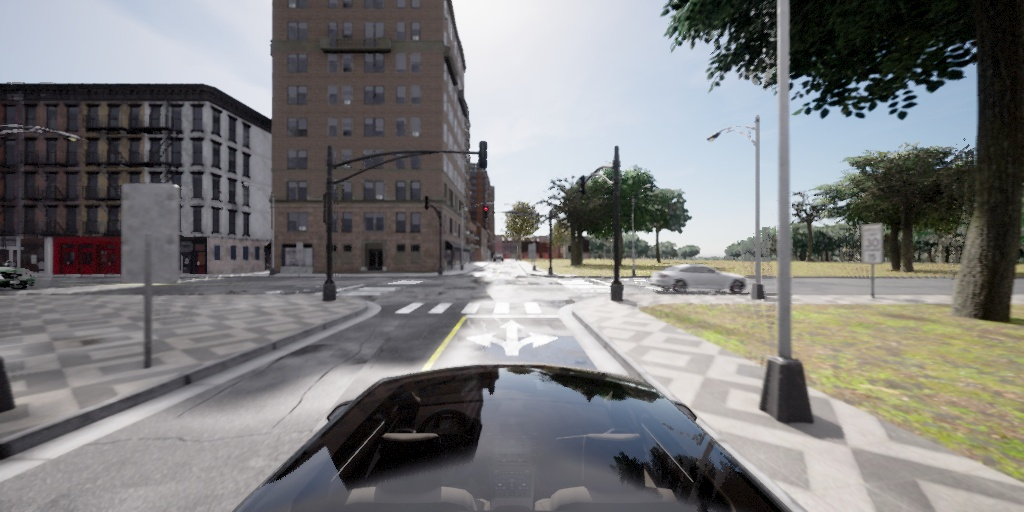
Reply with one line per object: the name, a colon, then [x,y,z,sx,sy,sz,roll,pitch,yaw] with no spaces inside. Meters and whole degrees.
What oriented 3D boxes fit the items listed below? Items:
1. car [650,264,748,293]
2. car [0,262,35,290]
car: [9.645,1.153,18.683,4.674,1.442,1.812,0,0,0]
car: [-28.577,0.937,18.616,5.566,2.045,2.150,1,0,0]
